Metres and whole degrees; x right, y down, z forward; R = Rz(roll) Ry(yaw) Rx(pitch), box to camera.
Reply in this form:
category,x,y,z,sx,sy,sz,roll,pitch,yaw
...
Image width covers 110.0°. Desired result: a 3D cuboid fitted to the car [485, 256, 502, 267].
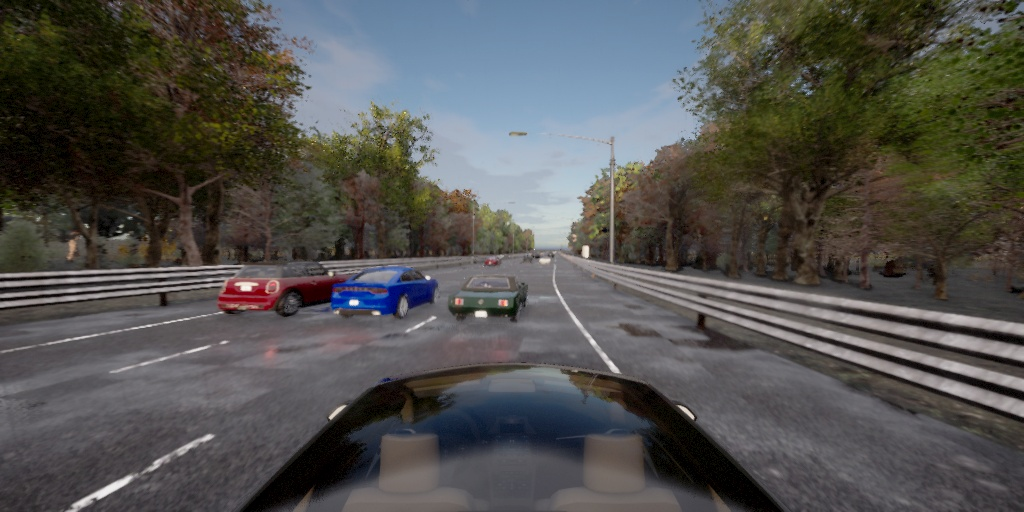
category,x,y,z,sx,sy,sz,roll,pitch,yaw
car,-2.707,0.772,51.433,1.812,1.442,4.674,0,1,7

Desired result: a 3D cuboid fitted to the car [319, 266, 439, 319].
category,x,y,z,sx,sy,sz,roll,pitch,yaw
car,-4.010,1.104,12.244,1.882,1.535,5.008,0,1,7

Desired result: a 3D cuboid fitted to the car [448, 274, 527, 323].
category,x,y,z,sx,sy,sz,roll,pitch,yaw
car,-0.539,1.253,11.809,1.895,1.301,4.718,0,1,7

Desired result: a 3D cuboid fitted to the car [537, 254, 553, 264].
category,x,y,z,sx,sy,sz,roll,pitch,yaw
car,5.977,0.771,64.662,1.895,1.301,4.718,0,1,7

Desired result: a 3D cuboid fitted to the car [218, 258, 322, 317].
category,x,y,z,sx,sy,sz,roll,pitch,yaw
car,-7.495,0.945,12.570,2.097,1.767,4.553,1,1,7
